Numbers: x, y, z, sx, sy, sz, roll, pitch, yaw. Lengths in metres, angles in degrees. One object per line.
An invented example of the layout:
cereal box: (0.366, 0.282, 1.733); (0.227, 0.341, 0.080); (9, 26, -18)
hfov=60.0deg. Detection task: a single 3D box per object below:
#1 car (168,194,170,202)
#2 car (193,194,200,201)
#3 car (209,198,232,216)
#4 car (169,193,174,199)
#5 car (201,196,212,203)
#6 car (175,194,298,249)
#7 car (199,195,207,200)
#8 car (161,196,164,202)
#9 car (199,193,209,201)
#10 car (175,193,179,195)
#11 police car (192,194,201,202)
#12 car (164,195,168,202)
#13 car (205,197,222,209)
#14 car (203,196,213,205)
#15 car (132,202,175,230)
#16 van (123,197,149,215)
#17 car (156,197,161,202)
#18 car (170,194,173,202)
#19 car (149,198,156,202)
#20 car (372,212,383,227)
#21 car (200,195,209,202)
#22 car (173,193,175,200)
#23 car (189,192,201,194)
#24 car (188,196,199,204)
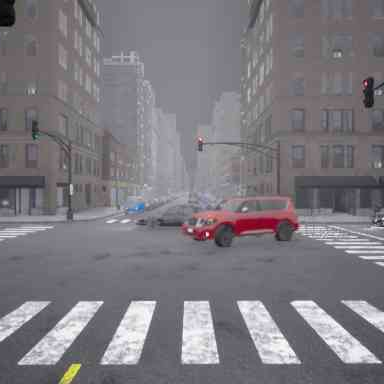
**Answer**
car: (-5.609, 1.526, 61.571); (1.752, 1.417, 4.829); (0, 0, 0)
car: (1.152, 1.447, 89.559); (1.801, 1.575, 5.366); (0, 0, 0)
car: (2.801, 1.442, 33.367); (1.967, 1.590, 4.097); (0, 0, 0)
car: (-5.561, 1.543, 73.077); (1.887, 1.381, 4.507); (0, 0, 0)
car: (2.941, 1.551, 67.382); (2.008, 1.369, 4.403); (0, 0, 0)
car: (2.300, 1.228, 14.976); (5.566, 2.045, 2.150); (0, -1, -30)
car: (3.034, 1.557, 90.059); (1.947, 1.339, 4.313); (0, 0, 0)
car: (-5.655, 1.585, 50.405); (1.802, 1.307, 4.206); (0, 0, 0)
car: (3.010, 1.308, 84.389); (2.192, 1.841, 5.009); (0, 0, 0)
car: (-5.491, 1.306, 90.082); (2.192, 1.841, 5.009); (0, 0, 0)
police car: (1.120, 1.421, 79.464); (1.930, 1.638, 5.238); (0, 0, -1)
car: (-5.632, 1.568, 56.073); (1.947, 1.339, 4.313); (0, 0, 0)
car: (2.847, 1.443, 44.705); (1.967, 1.590, 4.097); (0, 0, 0)
car: (2.918, 1.527, 61.882); (1.752, 1.417, 4.829); (0, 0, 0)
car: (-0.696, 1.548, 20.622); (5.357, 1.411, 2.033); (0, 0, 0)
van: (-5.725, 1.343, 33.400); (1.690, 1.788, 3.998); (0, 0, 0)
car: (-5.678, 1.568, 44.736); (1.947, 1.339, 4.313); (0, 0, 0)
car: (-5.585, 1.566, 67.409); (1.947, 1.339, 4.313); (0, 0, 0)
car: (-5.702, 1.442, 39.068); (1.967, 1.590, 4.097); (0, 0, 0)
car: (13.852, 1.517, 20.702); (4.892, 1.490, 1.837); (0, 0, 0)
car: (2.988, 1.436, 78.721); (1.967, 1.590, 4.097); (0, 0, 0)
car: (-5.539, 1.521, 78.576); (1.752, 1.417, 4.829); (0, 0, 0)
car: (0.297, 1.038, 72.971); (2.150, 2.045, 5.566); (0, 0, 0)
car: (0.255, 1.565, 62.937); (1.994, 1.385, 4.181); (0, 0, 0)
